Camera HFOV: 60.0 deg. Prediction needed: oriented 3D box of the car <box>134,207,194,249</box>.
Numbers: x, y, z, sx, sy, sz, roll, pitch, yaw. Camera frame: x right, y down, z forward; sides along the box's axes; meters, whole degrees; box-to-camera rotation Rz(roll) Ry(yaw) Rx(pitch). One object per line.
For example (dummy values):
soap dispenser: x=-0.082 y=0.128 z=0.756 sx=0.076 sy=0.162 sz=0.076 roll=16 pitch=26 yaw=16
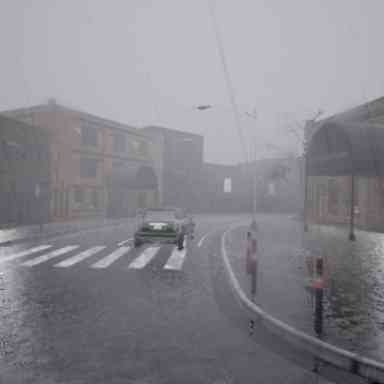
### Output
car: x=-1.112 y=1.462 z=15.345 sx=2.097 sy=1.767 sz=4.553 roll=1 pitch=-1 yaw=7
